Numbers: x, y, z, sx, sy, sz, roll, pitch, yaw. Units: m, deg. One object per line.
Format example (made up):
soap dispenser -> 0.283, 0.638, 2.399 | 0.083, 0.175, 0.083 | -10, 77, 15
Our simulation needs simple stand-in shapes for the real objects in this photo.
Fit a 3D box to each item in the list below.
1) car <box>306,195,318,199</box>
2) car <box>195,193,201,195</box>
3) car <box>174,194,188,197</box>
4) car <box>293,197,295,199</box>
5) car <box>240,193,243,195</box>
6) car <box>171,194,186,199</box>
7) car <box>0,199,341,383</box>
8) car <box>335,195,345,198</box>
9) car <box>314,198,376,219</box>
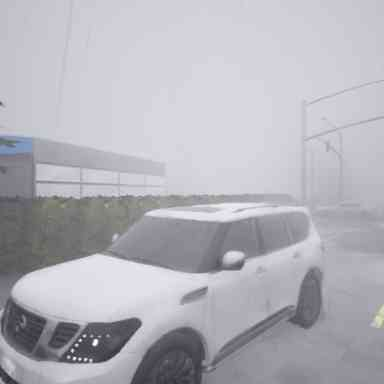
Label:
car -> 22.009, 1.384, 61.231 | 1.970, 1.475, 3.806 | 0, 0, 38
car -> 1.722, 1.153, 86.119 | 2.152, 1.636, 5.027 | 0, 0, 38
car -> -2.061, 1.298, 66.121 | 2.007, 1.523, 4.514 | 0, 0, 38
car -> 12.918, 1.339, 44.716 | 2.007, 1.523, 4.514 | 0, 0, 38
car -> 11.810, 1.077, 78.250 | 1.905, 1.878, 3.866 | 0, 0, 38
car -> -3.537, 1.232, 89.811 | 1.970, 1.475, 3.806 | 0, 0, 38
car -> 0.182, 1.221, 5.069 | 2.150, 2.045, 5.566 | 0, 0, 41
car -> 28.923, 1.374, 65.249 | 1.845, 1.501, 3.633 | 0, 0, 38
car -> 12.970, 1.526, 28.226 | 4.674, 1.442, 1.812 | 0, 2, 12
